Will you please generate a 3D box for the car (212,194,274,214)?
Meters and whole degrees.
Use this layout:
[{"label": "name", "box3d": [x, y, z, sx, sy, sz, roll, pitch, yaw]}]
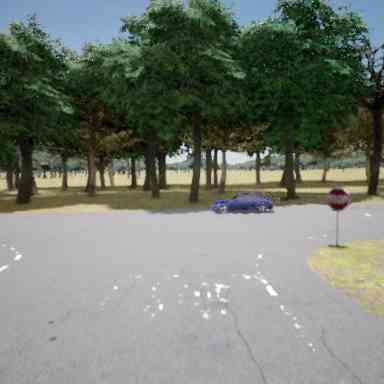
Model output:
[{"label": "car", "box3d": [3.843, 0.889, 25.417, 4.674, 1.442, 1.812, -1, 3, 0]}]
